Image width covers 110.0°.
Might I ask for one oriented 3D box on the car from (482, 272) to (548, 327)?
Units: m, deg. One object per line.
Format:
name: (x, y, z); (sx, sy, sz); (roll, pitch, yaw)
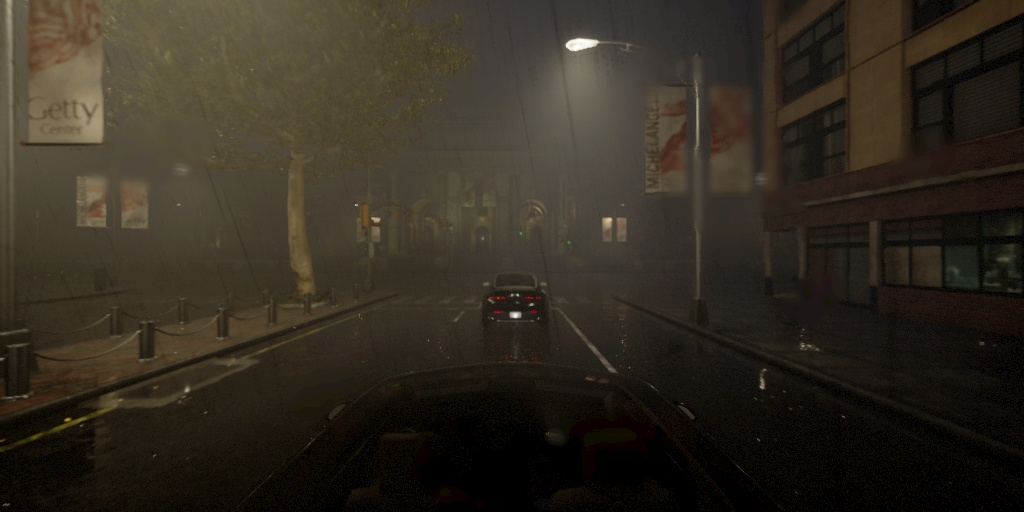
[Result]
car: (0.096, 1.256, 11.582); (1.837, 1.490, 4.892); (0, 0, 0)

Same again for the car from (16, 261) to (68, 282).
car: (-38.641, 1.316, 28.325); (4.181, 1.385, 1.994); (0, 0, 0)

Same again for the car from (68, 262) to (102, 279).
car: (-39.162, 1.231, 31.827); (5.008, 1.535, 1.882); (0, 0, 0)
